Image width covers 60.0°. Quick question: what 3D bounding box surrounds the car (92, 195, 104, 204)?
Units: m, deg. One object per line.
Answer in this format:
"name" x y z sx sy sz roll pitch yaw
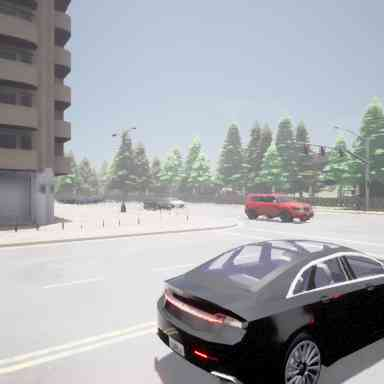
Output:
"car" -18.713 1.545 59.672 4.718 1.301 1.895 0 0 28

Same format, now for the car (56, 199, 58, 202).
"car" -24.057 1.492 65.558 5.357 1.411 2.033 0 0 15

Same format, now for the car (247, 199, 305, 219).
"car" 7.357 1.422 29.761 1.882 1.535 5.008 0 0 -35

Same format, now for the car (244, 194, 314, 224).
"car" 6.365 1.170 25.048 2.150 2.045 5.566 0 0 -35

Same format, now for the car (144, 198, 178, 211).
"car" -4.131 1.449 40.127 1.837 1.490 4.892 0 0 -35

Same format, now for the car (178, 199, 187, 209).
"car" -2.555 1.470 43.937 1.812 1.442 4.674 0 0 -36

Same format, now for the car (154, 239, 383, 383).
"car" 1.810 1.492 5.077 4.902 1.511 2.128 0 0 -35

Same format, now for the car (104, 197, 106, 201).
"car" -20.007 1.447 67.747 4.902 1.511 2.128 0 0 18

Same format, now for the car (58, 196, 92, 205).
"car" -19.806 1.452 56.255 4.892 1.490 1.837 -1 0 29
